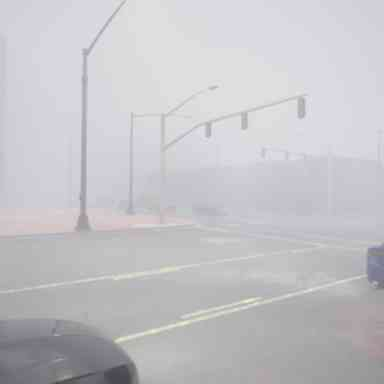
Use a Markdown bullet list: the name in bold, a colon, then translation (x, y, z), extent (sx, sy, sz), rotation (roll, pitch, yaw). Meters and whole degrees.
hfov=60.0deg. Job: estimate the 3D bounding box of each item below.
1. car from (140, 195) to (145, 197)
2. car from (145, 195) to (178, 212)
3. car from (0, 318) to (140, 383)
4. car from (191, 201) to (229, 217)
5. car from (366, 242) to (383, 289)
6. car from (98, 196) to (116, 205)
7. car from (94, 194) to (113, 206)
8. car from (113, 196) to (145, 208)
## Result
- **car**: translation (-7.872, 1.524, 55.107), extent (2.150, 2.045, 5.566), rotation (1, 0, -36)
- **car**: translation (-3.763, 1.610, 43.029), extent (2.097, 1.767, 4.553), rotation (1, 0, -36)
- **car**: translation (-2.638, 1.492, 1.867), extent (4.892, 1.490, 1.837), rotation (1, 0, -35)
- **car**: translation (1.850, 1.750, 35.201), extent (2.128, 1.511, 4.902), rotation (1, 0, -36)
- **car**: translation (6.307, 1.594, 8.293), extent (5.008, 1.535, 1.882), rotation (1, 0, -36)
- **car**: translation (-17.668, 1.654, 68.668), extent (2.097, 1.767, 4.553), rotation (1, 0, -36)
- **car**: translation (-15.799, 1.479, 59.910), extent (2.150, 2.045, 5.566), rotation (1, 0, -37)
- **car**: translation (-9.770, 1.749, 51.415), extent (2.128, 1.511, 4.902), rotation (1, 0, -36)
